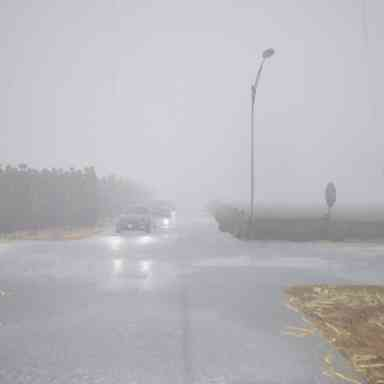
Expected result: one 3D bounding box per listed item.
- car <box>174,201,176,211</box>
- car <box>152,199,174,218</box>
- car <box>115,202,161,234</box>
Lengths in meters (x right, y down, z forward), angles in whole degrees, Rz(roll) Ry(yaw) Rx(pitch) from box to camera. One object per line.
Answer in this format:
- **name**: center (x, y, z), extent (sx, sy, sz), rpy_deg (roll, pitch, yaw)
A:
- **car**: center (-3.117, 1.764, 45.087), extent (1.837, 1.490, 4.892), rpy_deg (0, 0, 0)
- **car**: center (-3.153, 1.516, 31.844), extent (2.097, 1.767, 4.553), rpy_deg (0, -1, 0)
- **car**: center (-3.172, 1.546, 19.556), extent (1.837, 1.490, 4.892), rpy_deg (0, -1, 0)
